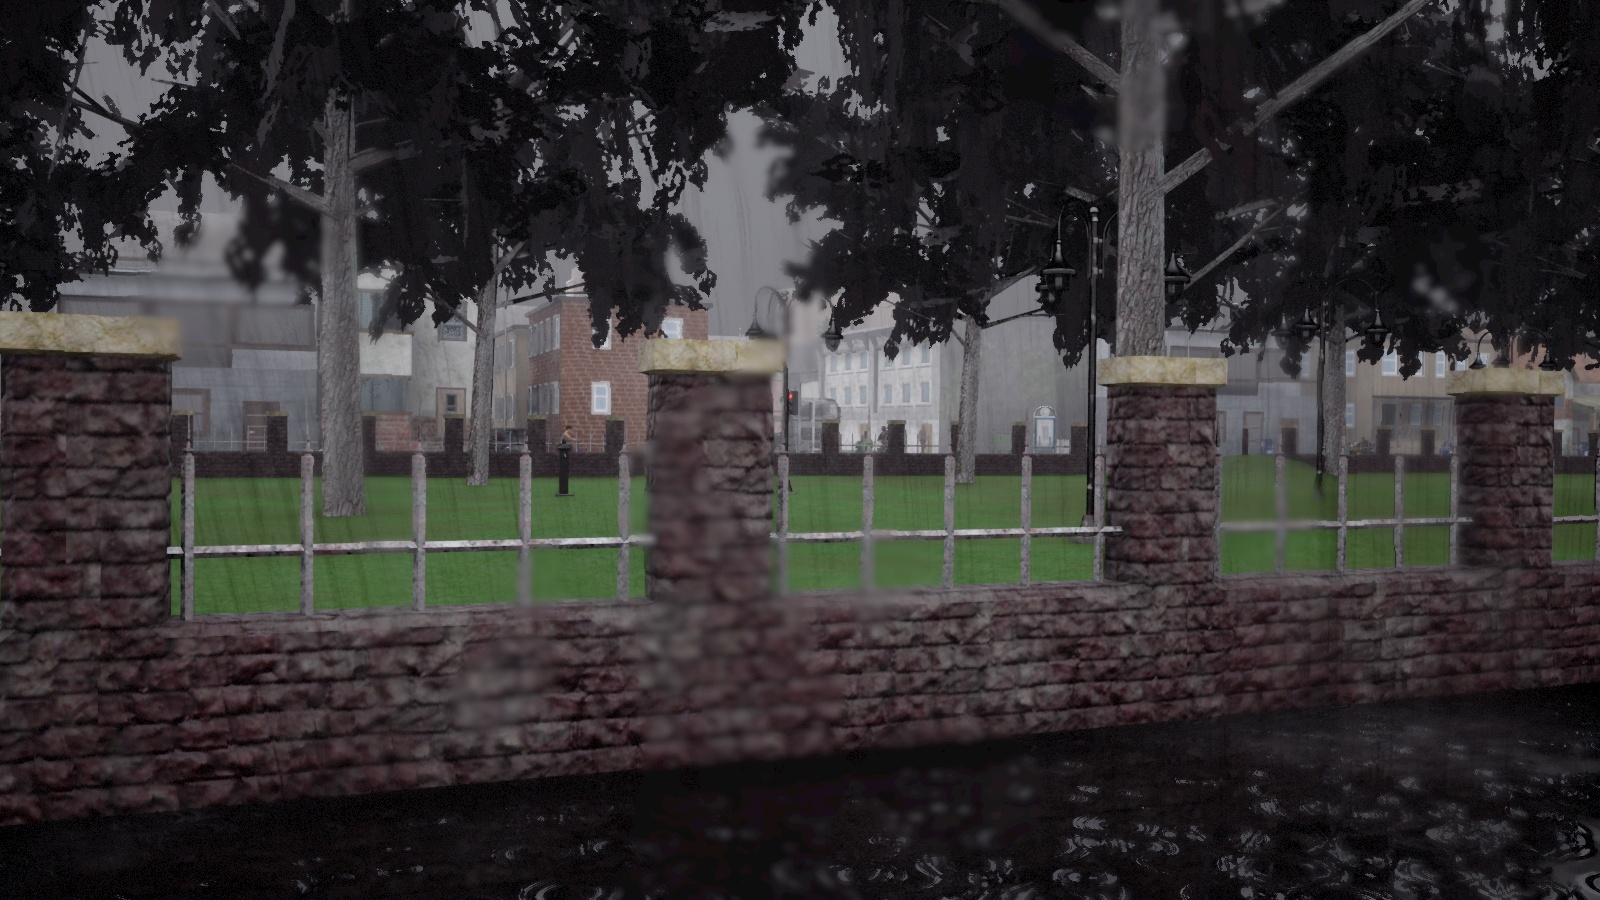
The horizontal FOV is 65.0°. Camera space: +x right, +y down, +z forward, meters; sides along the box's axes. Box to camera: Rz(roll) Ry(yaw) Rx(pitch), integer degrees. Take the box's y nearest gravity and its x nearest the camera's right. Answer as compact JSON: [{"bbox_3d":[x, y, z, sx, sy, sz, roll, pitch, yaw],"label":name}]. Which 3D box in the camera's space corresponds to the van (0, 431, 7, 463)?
[{"bbox_3d":[-50.693,-0.168,77.829,1.775,1.987,4.442,-1,1,-21],"label":"van"}]

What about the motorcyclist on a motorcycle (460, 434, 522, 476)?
[{"bbox_3d":[-11.765,0.182,47.821,2.191,1.530,0.866,-1,1,-21],"label":"motorcyclist on a motorcycle"}]

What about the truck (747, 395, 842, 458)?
[{"bbox_3d":[-0.442,-1.375,73.479,2.891,3.462,7.936,-1,1,-21],"label":"truck"}]

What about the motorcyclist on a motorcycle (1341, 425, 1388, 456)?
[{"bbox_3d":[28.501,-0.507,63.443,2.191,1.530,0.866,-1,1,-21],"label":"motorcyclist on a motorcycle"}]
